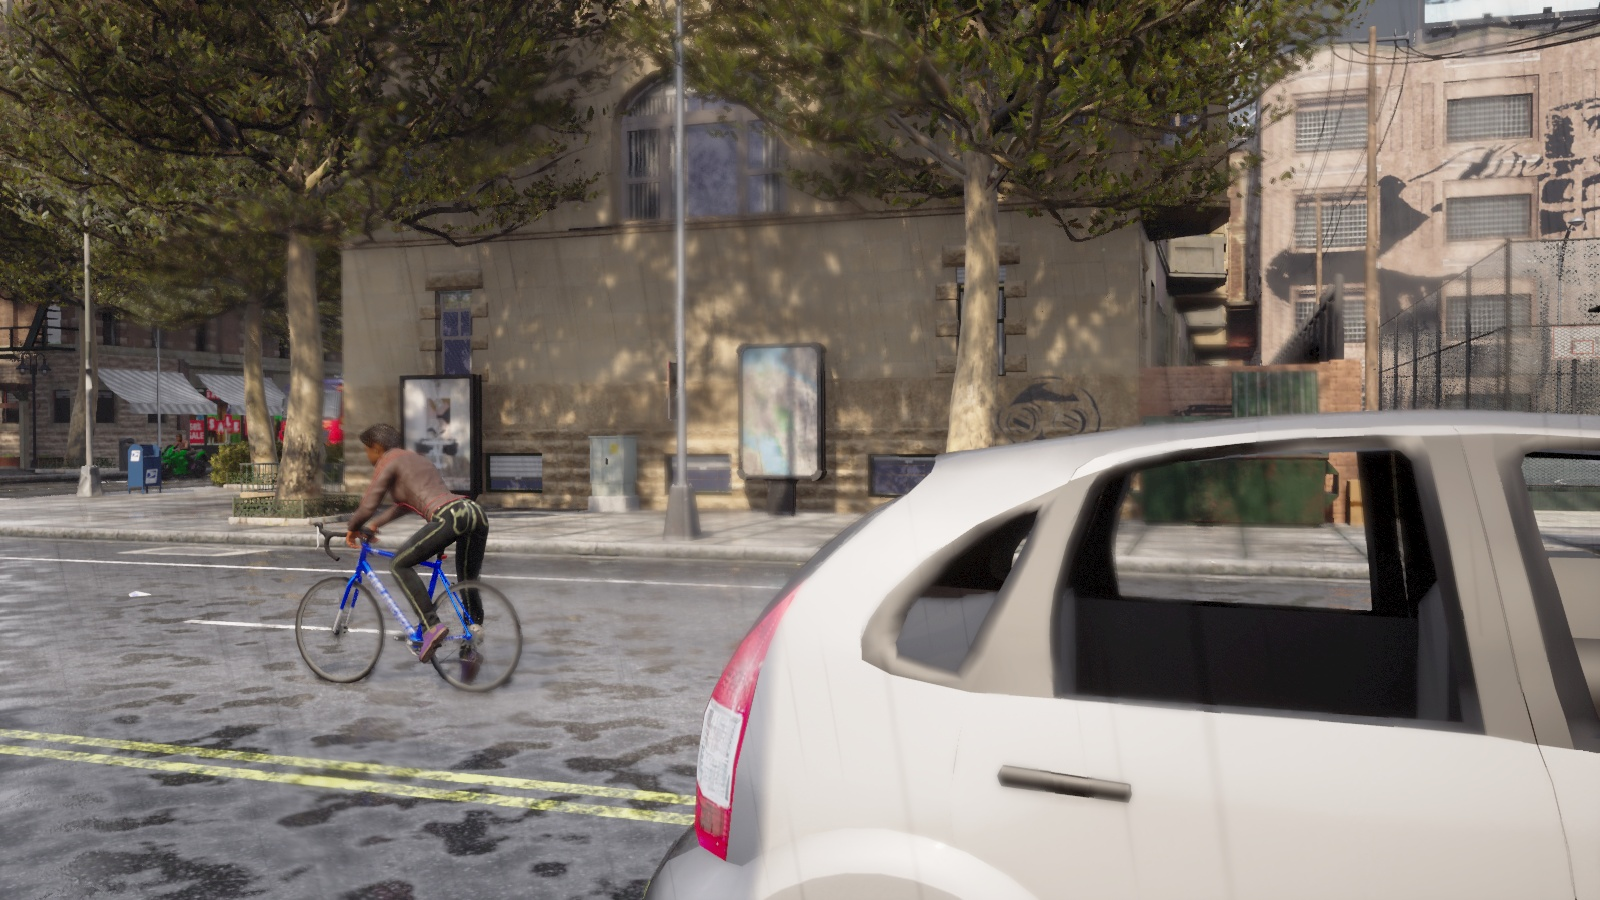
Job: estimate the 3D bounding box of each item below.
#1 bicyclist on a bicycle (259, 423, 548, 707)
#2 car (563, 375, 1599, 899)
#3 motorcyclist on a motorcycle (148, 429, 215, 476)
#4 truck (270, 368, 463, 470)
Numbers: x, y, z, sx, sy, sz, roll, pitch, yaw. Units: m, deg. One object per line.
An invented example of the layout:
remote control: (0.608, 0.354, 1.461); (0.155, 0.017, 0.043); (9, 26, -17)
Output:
bicyclist on a bicycle: (-2.426, 0.647, 7.694); (1.656, 1.620, 0.582); (0, 1, 19)
car: (1.739, 0.690, 2.607); (3.988, 1.617, 1.851); (1, 1, 19)
motorcyclist on a motorcycle: (-20.733, 0.056, 42.158); (0.797, 1.523, 2.044); (1, 1, 19)
truck: (-17.521, -1.230, 51.577); (2.891, 3.827, 8.468); (1, 1, 19)
